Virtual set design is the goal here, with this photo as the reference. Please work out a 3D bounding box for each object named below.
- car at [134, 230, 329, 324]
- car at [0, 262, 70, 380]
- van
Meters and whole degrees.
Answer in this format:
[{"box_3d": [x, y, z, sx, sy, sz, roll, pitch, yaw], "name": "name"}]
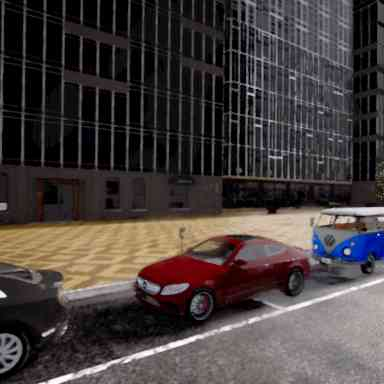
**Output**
[{"box_3d": [0.842, 1.603, 7.155, 4.206, 1.307, 1.802, 0, 0, -36], "name": "car"}, {"box_3d": [-3.753, 1.547, 3.873, 4.403, 1.369, 2.008, 0, 0, -36], "name": "car"}, {"box_3d": [5.439, 1.386, 10.435, 3.998, 1.788, 1.690, 0, 0, -36], "name": "van"}]
